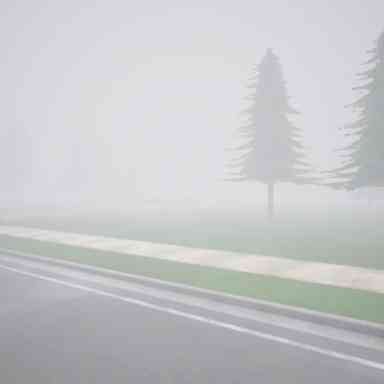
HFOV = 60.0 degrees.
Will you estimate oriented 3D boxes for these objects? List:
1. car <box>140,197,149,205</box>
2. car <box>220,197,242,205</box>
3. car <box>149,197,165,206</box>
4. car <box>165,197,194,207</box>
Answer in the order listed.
[{"bbox_3d":[-7.115,1.574,58.710,2.128,1.511,4.902,0,0,37],"label":"car"},{"bbox_3d":[7.113,1.602,60.303,2.033,1.411,5.357,0,0,37],"label":"car"},{"bbox_3d":[-4.334,1.622,56.602,2.033,1.411,5.357,0,0,37],"label":"car"},{"bbox_3d":[-1.560,1.560,54.486,2.128,1.511,4.902,0,0,36],"label":"car"}]
